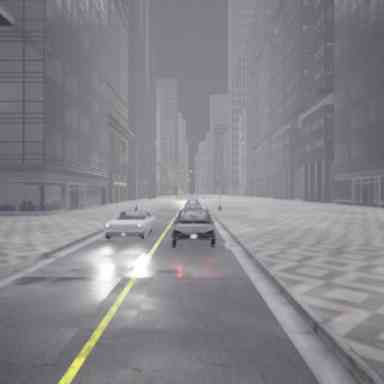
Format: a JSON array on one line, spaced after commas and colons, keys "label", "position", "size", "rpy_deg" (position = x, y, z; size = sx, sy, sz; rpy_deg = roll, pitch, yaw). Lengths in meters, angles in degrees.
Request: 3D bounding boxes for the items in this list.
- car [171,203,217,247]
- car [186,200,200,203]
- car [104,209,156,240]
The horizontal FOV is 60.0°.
[{"label": "car", "position": [0.078, 1.485, 15.106], "size": [2.128, 1.511, 4.902], "rpy_deg": [0, 0, 0]}, {"label": "car", "position": [0.098, 1.522, 35.897], "size": [2.033, 1.411, 5.357], "rpy_deg": [0, 0, 0]}, {"label": "car", "position": [-3.056, 1.591, 17.047], "size": [1.895, 1.301, 4.718], "rpy_deg": [0, 0, 0]}]
